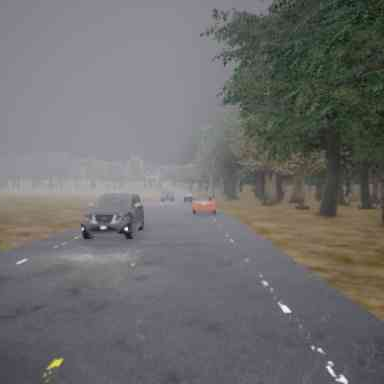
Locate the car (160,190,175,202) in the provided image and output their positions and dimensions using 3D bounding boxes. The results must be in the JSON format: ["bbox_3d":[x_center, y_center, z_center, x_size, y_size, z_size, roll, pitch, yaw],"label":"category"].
[{"bbox_3d":[-4.047,0.673,56.013,2.150,2.045,5.566,0,1,0],"label":"car"}]

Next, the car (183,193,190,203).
[{"bbox_3d":[-0.473,0.943,53.936,1.882,1.535,5.008,0,1,-1],"label":"car"}]

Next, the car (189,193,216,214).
[{"bbox_3d":[1.068,1.060,30.953,2.097,1.767,4.553,0,1,-1],"label":"car"}]

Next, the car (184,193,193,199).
[{"bbox_3d":[-0.821,0.814,70.413,1.895,1.301,4.718,0,1,-1],"label":"car"}]

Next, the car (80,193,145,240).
[{"bbox_3d":[-3.634,1.071,16.338,2.150,2.045,5.566,0,0,0],"label":"car"}]
